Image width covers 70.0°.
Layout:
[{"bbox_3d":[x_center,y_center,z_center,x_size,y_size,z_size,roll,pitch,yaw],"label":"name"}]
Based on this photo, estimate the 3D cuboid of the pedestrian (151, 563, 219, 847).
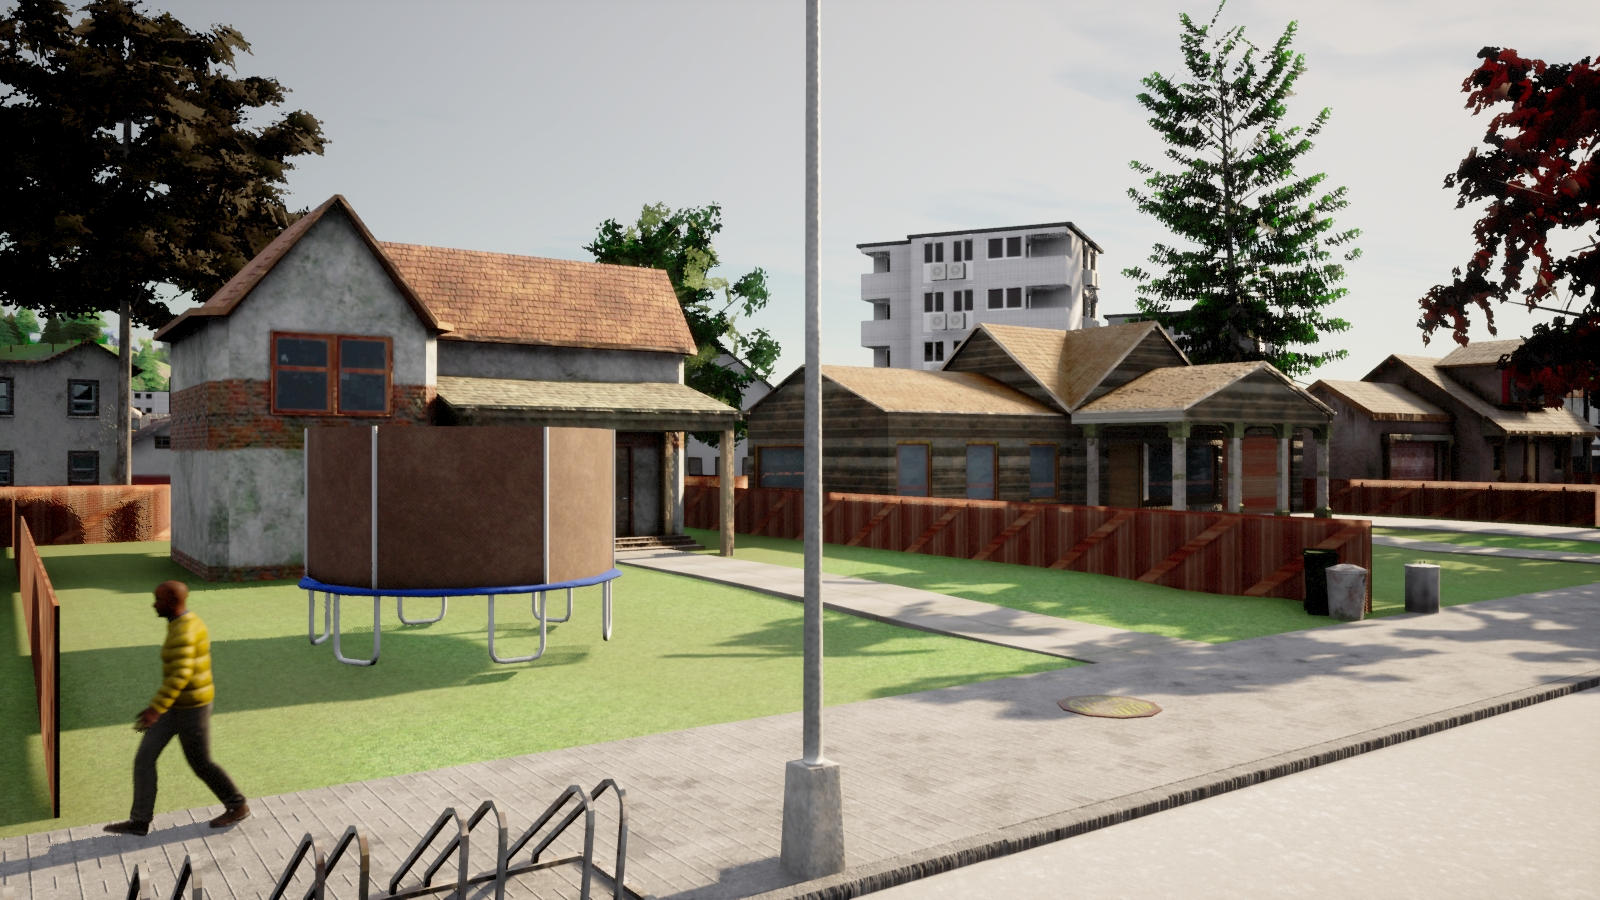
[{"bbox_3d":[-4.286,1.744,7.955,0.375,1.860,0.375,0,0,-35],"label":"pedestrian"}]
